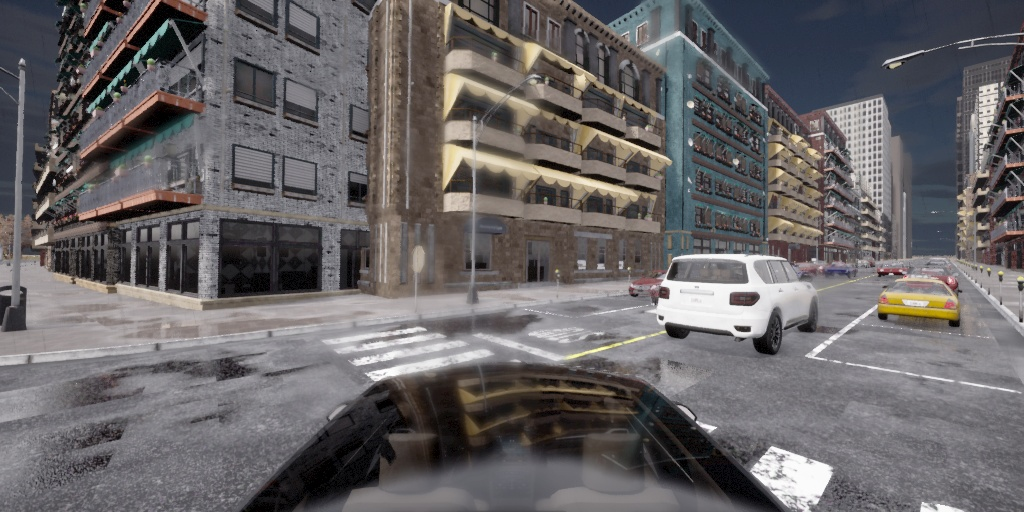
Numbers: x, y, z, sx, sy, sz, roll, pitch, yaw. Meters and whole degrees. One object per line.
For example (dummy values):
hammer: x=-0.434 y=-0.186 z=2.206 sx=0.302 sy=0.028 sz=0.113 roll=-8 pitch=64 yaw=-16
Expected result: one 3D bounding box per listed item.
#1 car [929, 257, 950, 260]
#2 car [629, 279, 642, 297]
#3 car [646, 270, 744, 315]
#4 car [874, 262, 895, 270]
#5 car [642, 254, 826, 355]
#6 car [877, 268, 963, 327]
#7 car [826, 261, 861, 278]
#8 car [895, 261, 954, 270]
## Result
car: x=47.022 y=1.198 z=39.624 sx=4.097 sy=1.591 sz=1.967 roll=0 pitch=0 yaw=-40
car: x=7.493 y=1.358 z=17.780 sx=4.207 sy=1.307 sz=1.802 roll=0 pitch=0 yaw=-40
car: x=7.378 y=1.331 z=14.324 sx=4.181 sy=1.385 sz=1.994 roll=0 pitch=0 yaw=-39
car: x=36.416 y=1.367 z=34.224 sx=4.718 sy=1.301 sz=1.895 roll=0 pitch=0 yaw=-40
car: x=5.820 y=0.978 z=9.013 sx=5.566 sy=2.045 sz=2.150 roll=0 pitch=0 yaw=-40
car: x=13.009 y=1.279 z=11.467 sx=4.829 sy=1.417 sz=1.751 roll=0 pitch=0 yaw=-40
car: x=30.888 y=1.376 z=33.660 sx=4.718 sy=1.301 sz=1.895 roll=0 pitch=0 yaw=-40
car: x=21.414 y=1.198 z=18.425 sx=4.097 sy=1.591 sz=1.967 roll=0 pitch=0 yaw=-40
